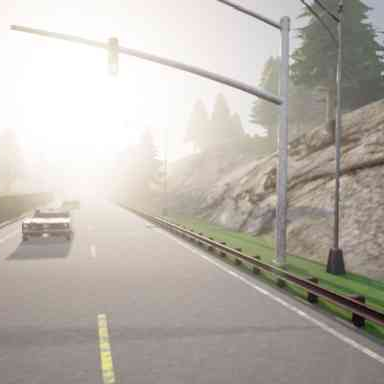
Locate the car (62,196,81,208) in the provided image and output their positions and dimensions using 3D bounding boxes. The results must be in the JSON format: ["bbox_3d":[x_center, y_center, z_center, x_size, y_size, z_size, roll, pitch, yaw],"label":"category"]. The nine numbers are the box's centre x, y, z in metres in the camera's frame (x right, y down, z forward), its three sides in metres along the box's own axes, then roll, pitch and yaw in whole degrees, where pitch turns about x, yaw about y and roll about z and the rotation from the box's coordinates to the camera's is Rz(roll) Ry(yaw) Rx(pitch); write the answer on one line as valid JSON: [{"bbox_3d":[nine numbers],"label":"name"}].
[{"bbox_3d":[-13.781,1.073,38.132,1.895,1.301,4.718,1,0,-18],"label":"car"}]

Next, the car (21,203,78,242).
[{"bbox_3d":[-6.398,1.367,15.122,1.895,1.301,4.718,1,0,-18],"label":"car"}]
